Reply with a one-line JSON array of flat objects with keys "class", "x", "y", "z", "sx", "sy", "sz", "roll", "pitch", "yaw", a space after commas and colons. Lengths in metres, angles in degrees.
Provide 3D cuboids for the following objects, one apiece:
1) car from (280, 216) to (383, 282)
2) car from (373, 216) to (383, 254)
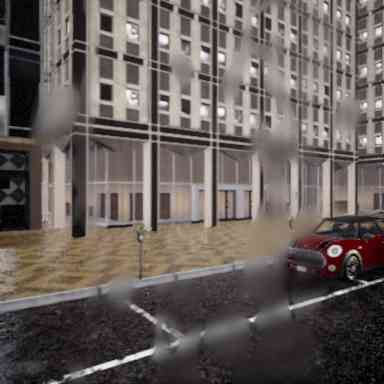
[{"class": "car", "x": 4.457, "y": 1.460, "z": 9.738, "sx": 4.097, "sy": 1.590, "sz": 1.967, "roll": 0, "pitch": 0, "yaw": -35}, {"class": "car", "x": 9.055, "y": 1.614, "z": 13.017, "sx": 4.206, "sy": 1.307, "sz": 1.802, "roll": 0, "pitch": 0, "yaw": -35}]
